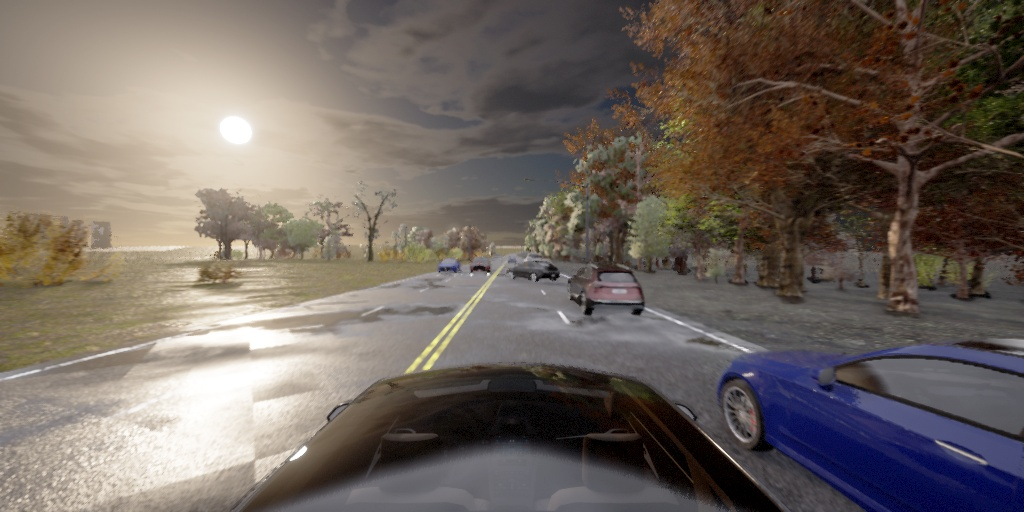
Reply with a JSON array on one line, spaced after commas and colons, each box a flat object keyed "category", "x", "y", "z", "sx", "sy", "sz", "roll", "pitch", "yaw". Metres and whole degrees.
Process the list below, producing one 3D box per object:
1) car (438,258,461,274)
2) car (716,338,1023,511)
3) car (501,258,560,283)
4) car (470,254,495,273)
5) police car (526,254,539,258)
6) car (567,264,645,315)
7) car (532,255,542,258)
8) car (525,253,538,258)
[{"category": "car", "x": -6.555, "y": 1.004, "z": 37.973, "sx": 1.882, "sy": 1.535, "sz": 5.008, "roll": 0, "pitch": 0, "yaw": 0}, {"category": "car", "x": 3.261, "y": 1.241, "z": 2.188, "sx": 1.812, "sy": 1.442, "sz": 4.674, "roll": 1, "pitch": -1, "yaw": 0}, {"category": "car", "x": 1.454, "y": 1.101, "z": 26.623, "sx": 1.837, "sy": 1.490, "sz": 4.892, "roll": 0, "pitch": 0, "yaw": -35}, {"category": "car", "x": -3.301, "y": 0.876, "z": 38.565, "sx": 2.097, "sy": 1.767, "sz": 4.553, "roll": 0, "pitch": 0, "yaw": 0}, {"category": "police car", "x": 3.290, "y": 0.873, "z": 46.299, "sx": 1.930, "sy": 1.638, "sz": 5.238, "roll": 1, "pitch": -1, "yaw": 0}, {"category": "car", "x": 3.273, "y": 1.078, "z": 13.170, "sx": 2.033, "sy": 1.649, "sz": 4.856, "roll": 1, "pitch": 2, "yaw": 0}, {"category": "car", "x": 3.256, "y": 0.981, "z": 35.370, "sx": 1.801, "sy": 1.575, "sz": 5.366, "roll": -1, "pitch": 0, "yaw": 0}, {"category": "car", "x": 3.300, "y": 0.599, "z": 57.219, "sx": 2.150, "sy": 2.045, "sz": 5.566, "roll": 1, "pitch": -1, "yaw": 0}]
